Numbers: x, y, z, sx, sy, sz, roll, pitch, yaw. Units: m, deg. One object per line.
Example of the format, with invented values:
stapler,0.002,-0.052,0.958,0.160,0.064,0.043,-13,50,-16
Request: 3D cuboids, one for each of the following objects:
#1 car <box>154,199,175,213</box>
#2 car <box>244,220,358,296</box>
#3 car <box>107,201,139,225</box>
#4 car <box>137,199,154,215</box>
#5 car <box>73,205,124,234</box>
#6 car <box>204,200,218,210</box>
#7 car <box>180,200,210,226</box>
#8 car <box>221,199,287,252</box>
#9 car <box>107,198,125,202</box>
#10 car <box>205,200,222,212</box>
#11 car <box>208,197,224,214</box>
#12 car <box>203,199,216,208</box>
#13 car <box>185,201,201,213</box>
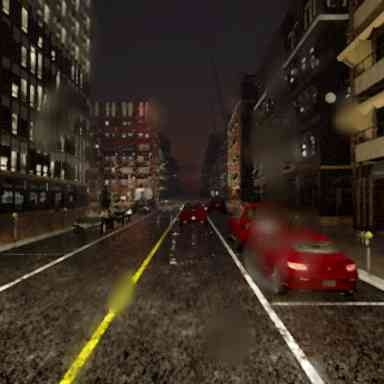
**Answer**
car,-3.097,1.809,39.561,1.895,1.301,4.718,0,0,0
car,2.666,1.628,8.529,1.802,1.307,4.206,1,0,0
car,-5.680,1.686,25.536,2.008,1.369,4.403,1,0,0
car,-5.679,1.634,36.849,1.967,1.590,4.097,1,0,0
car,-5.680,1.656,19.879,2.008,1.369,4.403,1,0,0
car,2.666,1.835,48.124,1.802,1.307,4.206,1,0,0
car,0.099,1.609,24.812,1.882,1.535,5.008,0,0,0
car,2.670,1.391,14.187,2.192,1.841,5.009,1,0,0
car,-18.712,2.147,82.161,4.313,1.339,1.947,0,-1,0
car,2.667,1.789,42.467,1.947,1.339,4.313,1,0,0
car,2.670,1.509,36.811,2.192,1.841,5.009,1,0,0
car,2.836,1.864,53.780,1.802,1.307,4.206,1,0,0
car,0.099,1.820,41.593,1.895,1.301,4.718,0,0,0
